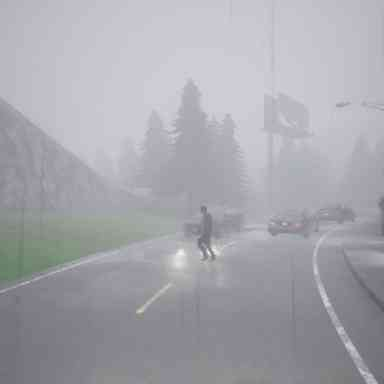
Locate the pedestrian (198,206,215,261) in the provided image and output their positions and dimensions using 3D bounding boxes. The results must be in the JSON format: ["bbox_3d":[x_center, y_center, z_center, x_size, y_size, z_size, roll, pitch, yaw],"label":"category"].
[{"bbox_3d":[0.432,1.294,10.748,0.375,1.860,0.375,0,0,18],"label":"pedestrian"}]

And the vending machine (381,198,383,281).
[{"bbox_3d":[5.320,1.195,8.062,1.100,2.100,0.880,0,0,17],"label":"vending machine"}]

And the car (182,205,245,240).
[{"bbox_3d":[1.274,1.477,17.511,1.882,1.535,5.008,0,0,27],"label":"car"}]

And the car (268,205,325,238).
[{"bbox_3d":[5.545,1.547,17.785,2.033,1.411,5.357,0,0,28],"label":"car"}]

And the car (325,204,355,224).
[{"bbox_3d":[10.898,1.564,25.318,1.994,1.385,4.181,0,0,40],"label":"car"}]
